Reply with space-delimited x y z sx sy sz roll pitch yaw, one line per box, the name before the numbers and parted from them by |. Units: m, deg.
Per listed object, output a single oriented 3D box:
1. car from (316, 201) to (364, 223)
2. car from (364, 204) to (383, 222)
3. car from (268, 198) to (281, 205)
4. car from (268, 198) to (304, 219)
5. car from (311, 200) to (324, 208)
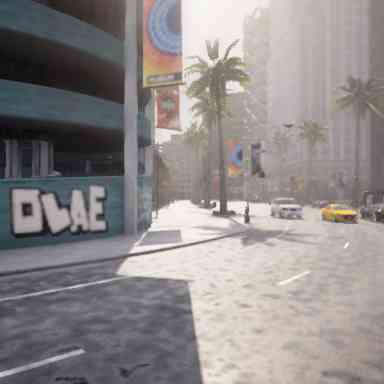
car | 12.914 1.835 29.345 1.882 1.535 5.008 0 -1 5
car | 16.583 1.857 29.718 1.837 1.490 4.892 0 -1 4
car | 21.836 2.478 88.512 2.185 1.767 4.553 0 -1 -2
car | 9.712 1.656 34.461 2.150 2.045 5.566 0 -1 0
car | 22.714 2.208 59.151 2.231 1.521 4.892 0 -1 -2
